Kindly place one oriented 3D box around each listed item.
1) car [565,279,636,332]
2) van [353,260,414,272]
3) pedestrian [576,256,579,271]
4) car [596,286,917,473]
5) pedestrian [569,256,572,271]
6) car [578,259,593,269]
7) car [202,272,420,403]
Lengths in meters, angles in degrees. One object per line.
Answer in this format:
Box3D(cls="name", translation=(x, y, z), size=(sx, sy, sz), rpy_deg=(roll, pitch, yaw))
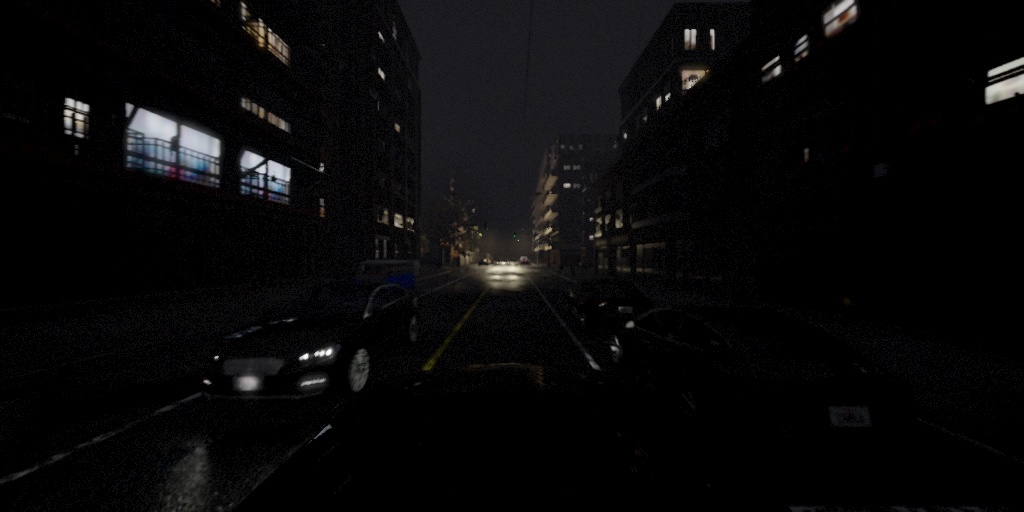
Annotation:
Box3D(cls="car", translation=(2.694, 1.303, 10.604), size=(1.948, 1.339, 4.313), rpy_deg=(0, 0, 0))
Box3D(cls="van", translation=(-5.685, 1.070, 16.265), size=(1.690, 1.789, 3.998), rpy_deg=(0, 0, 0))
Box3D(cls="pedestrian", translation=(8.145, 0.894, 44.384), size=(0.375, 1.860, 0.375), rpy_deg=(0, 0, 0))
Box3D(cls="car", translation=(2.694, 1.311, 4.941), size=(1.948, 1.339, 4.313), rpy_deg=(0, 0, 0))
Box3D(cls="pedestrian", translation=(7.144, 0.863, 43.784), size=(0.375, 1.860, 0.375), rpy_deg=(0, 0, 0))
Box3D(cls="car", translation=(13.462, 1.299, 58.970), size=(5.009, 1.841, 2.192), rpy_deg=(0, 0, -1))
Box3D(cls="car", translation=(-3.098, 1.234, 6.664), size=(2.128, 1.511, 4.902), rpy_deg=(0, 0, 0))
